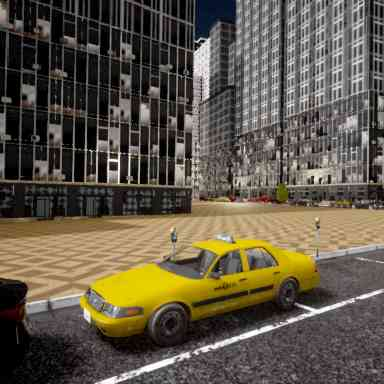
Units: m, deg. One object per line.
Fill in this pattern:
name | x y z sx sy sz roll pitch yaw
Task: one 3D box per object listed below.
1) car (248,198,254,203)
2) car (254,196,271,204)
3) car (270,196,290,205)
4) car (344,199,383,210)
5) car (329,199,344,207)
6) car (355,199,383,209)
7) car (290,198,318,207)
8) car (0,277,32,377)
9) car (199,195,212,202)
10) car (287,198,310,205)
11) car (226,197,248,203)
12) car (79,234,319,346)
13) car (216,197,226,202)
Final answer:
car | 15.114 2.051 82.450 1.802 1.307 4.206 1 -1 -22
car | 17.228 1.753 77.272 2.192 1.841 5.009 1 -1 -22
car | 16.266 1.636 58.739 1.967 1.590 4.097 1 -1 -22
car | 22.592 1.653 43.201 2.008 1.369 4.403 1 -1 -22
car | 25.601 1.839 56.702 1.752 1.417 4.829 1 -1 -22
car | 27.776 1.833 51.363 2.008 1.369 4.403 1 -1 -22
car | 18.374 1.715 53.559 2.008 1.369 4.403 1 -1 -22
car | -3.944 1.565 3.272 4.313 1.339 1.947 0 1 -36
car | 3.612 1.698 89.813 2.192 1.841 5.009 1 -1 -22
car | 21.445 1.926 66.907 2.008 1.369 4.403 1 -1 -22
car | 9.938 1.729 74.275 1.967 1.590 4.097 1 -1 -22
car | 0.420 1.528 6.330 4.829 1.417 1.752 0 1 -35
car | 7.892 1.845 79.296 1.752 1.417 4.829 1 -1 -22
